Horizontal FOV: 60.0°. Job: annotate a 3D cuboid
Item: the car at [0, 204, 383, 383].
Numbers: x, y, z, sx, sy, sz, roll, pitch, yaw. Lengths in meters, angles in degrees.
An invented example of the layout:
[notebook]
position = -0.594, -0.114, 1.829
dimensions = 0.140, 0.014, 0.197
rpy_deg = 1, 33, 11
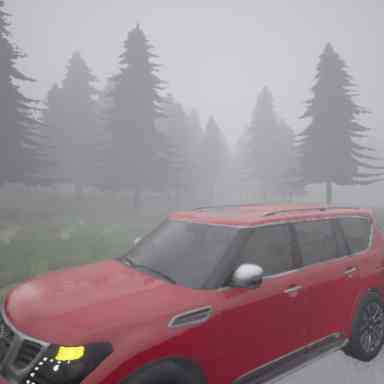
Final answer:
[car]
position = 0.539, 1.219, 4.375
dimensions = 5.566, 2.045, 2.150
rpy_deg = 0, 0, -36
